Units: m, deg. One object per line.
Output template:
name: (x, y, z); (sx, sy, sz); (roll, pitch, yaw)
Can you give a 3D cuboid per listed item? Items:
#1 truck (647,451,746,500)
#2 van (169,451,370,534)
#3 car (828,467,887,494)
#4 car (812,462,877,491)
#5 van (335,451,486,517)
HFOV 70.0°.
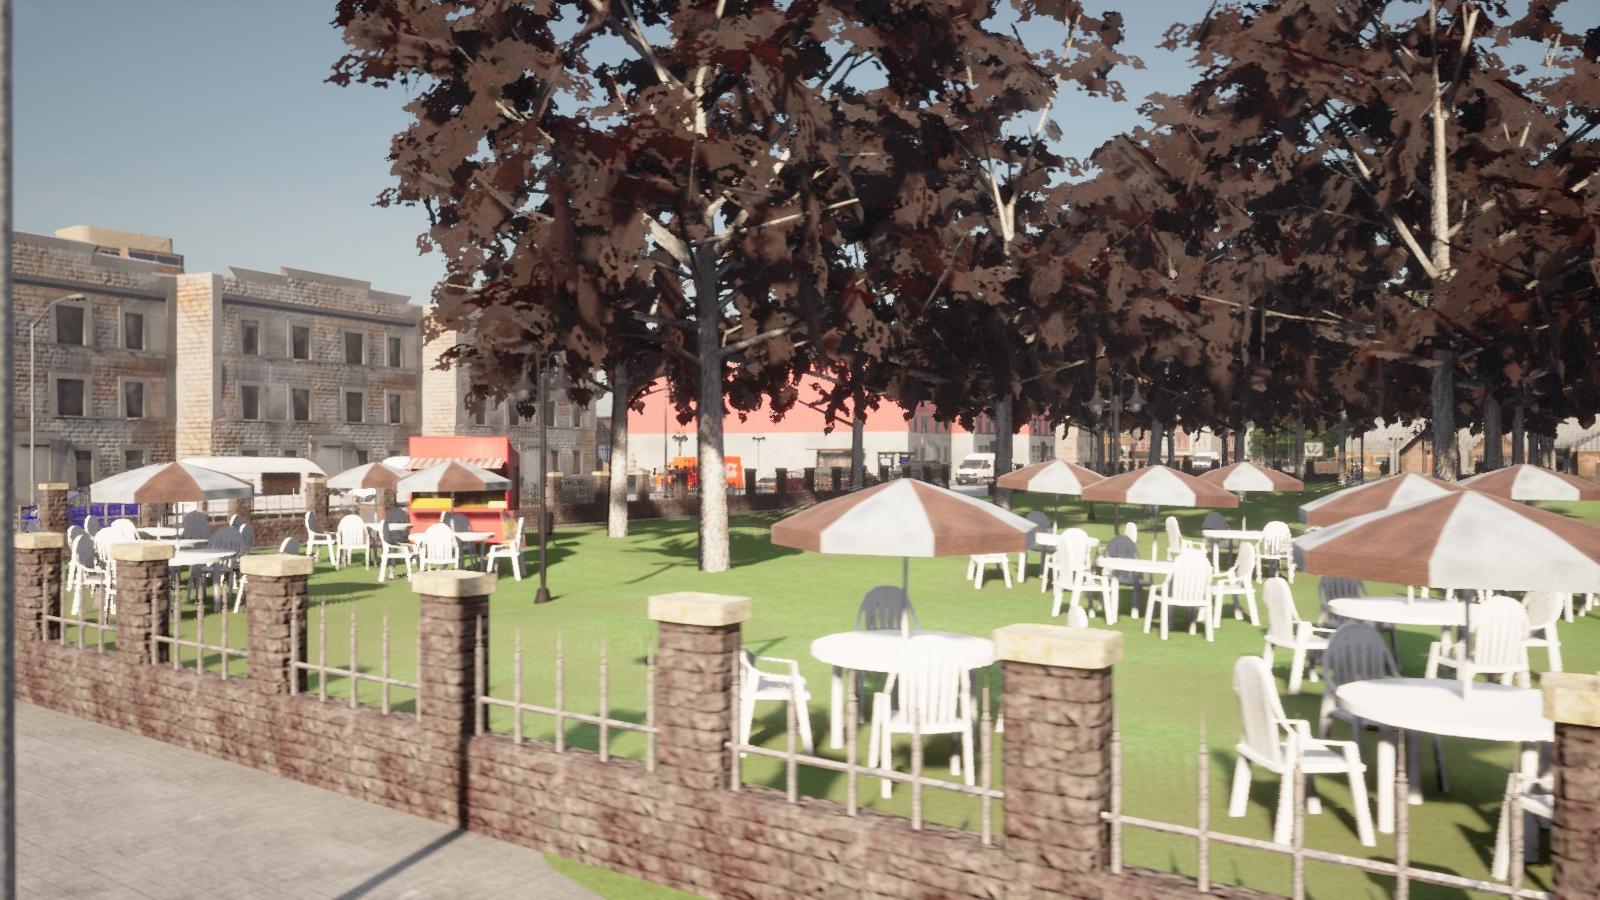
truck: (-5.596, 1.339, 62.415); (2.627, 2.467, 5.204); (0, 1, 35)
van: (-17.628, 1.315, 38.338); (1.988, 2.561, 5.915); (0, 0, 36)
car: (3.460, 1.807, 68.389); (1.789, 1.549, 3.705); (0, 0, 35)
car: (2.941, 1.687, 74.677); (2.097, 1.767, 4.553); (0, 0, 35)
van: (-16.055, 1.316, 47.469); (1.988, 2.561, 5.915); (0, 0, 35)
